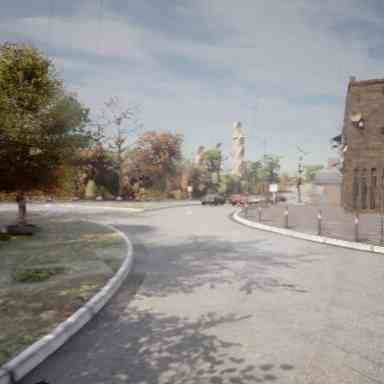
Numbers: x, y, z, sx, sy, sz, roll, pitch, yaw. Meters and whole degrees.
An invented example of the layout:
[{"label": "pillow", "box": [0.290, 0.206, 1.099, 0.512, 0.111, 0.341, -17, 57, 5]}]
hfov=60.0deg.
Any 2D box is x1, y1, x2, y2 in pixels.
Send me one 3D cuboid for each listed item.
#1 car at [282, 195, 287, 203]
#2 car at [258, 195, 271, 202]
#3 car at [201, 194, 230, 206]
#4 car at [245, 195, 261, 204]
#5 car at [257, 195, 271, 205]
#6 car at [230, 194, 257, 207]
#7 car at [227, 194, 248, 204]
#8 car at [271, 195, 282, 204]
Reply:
[{"label": "car", "box": [18.553, 1.403, 69.570, 1.882, 1.535, 5.008, 1, 0, 24]}, {"label": "car", "box": [15.427, 1.422, 70.545, 1.895, 1.301, 4.718, 1, 0, 24]}, {"label": "car", "box": [2.752, 0.983, 41.265, 2.033, 1.411, 5.357, 1, 0, 21]}, {"label": "car", "box": [11.380, 1.342, 61.507, 1.812, 1.442, 4.674, 1, 0, 24]}, {"label": "car", "box": [10.209, 1.309, 50.860, 1.895, 1.301, 4.718, 1, 0, 25]}, {"label": "car", "box": [6.340, 1.132, 41.495, 1.895, 1.301, 4.718, 1, 0, 22]}, {"label": "car", "box": [7.213, 1.138, 52.100, 1.837, 1.490, 4.892, 1, 0, 24]}, {"label": "car", "box": [14.346, 1.382, 60.178, 2.128, 1.511, 4.902, 1, 0, 24]}]
